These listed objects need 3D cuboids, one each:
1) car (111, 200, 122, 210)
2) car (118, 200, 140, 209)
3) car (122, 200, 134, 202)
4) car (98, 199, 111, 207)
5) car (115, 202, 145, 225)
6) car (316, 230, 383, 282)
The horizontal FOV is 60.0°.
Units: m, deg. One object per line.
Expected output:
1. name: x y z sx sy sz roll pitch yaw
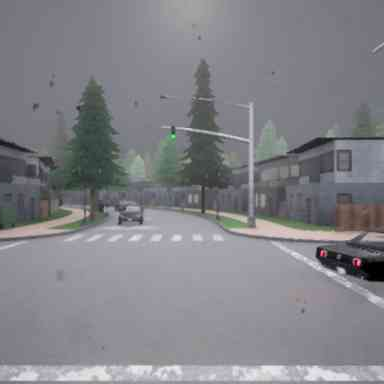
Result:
1. car: -9.440 1.946 45.691 1.837 1.490 4.892 0 -1 -23
2. car: -10.678 2.114 56.148 1.994 1.385 4.181 0 -1 -36
3. car: -6.259 1.891 36.228 2.033 1.411 5.357 0 -1 -14
4. car: -16.651 2.162 64.232 1.812 1.442 4.674 1 -1 -45
5. car: -4.773 1.770 26.653 1.812 1.442 4.674 0 -1 -6
6. car: 5.886 1.683 8.899 4.718 1.301 1.895 0 -1 -15
